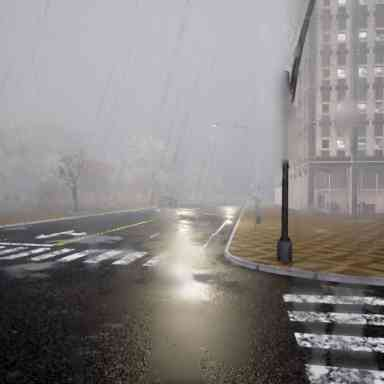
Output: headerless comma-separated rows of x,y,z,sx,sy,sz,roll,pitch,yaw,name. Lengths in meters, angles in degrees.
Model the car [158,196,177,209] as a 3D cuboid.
-3.994,1.680,55.013,2.150,2.045,5.566,1,-1,10,car
